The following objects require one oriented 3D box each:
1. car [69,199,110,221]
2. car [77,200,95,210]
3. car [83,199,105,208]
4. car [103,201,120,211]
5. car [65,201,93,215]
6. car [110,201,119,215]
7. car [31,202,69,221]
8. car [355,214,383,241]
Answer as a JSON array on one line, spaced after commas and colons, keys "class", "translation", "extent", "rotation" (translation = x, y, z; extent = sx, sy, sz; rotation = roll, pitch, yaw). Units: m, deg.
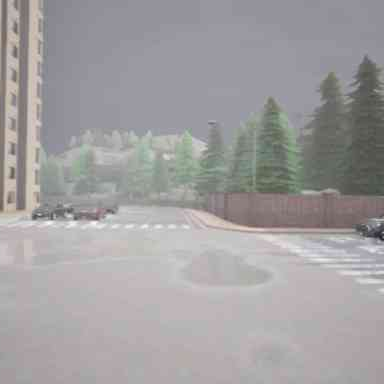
[{"class": "car", "translation": [-9.132, 1.586, 29.987], "extent": [2.097, 1.767, 4.553], "rotation": [1, -1, -4]}, {"class": "car", "translation": [-16.000, 1.925, 49.931], "extent": [2.033, 1.411, 5.357], "rotation": [1, -1, -24]}, {"class": "car", "translation": [-17.147, 1.964, 58.119], "extent": [1.837, 1.490, 4.892], "rotation": [1, -1, -41]}, {"class": "car", "translation": [-11.952, 2.023, 49.159], "extent": [1.895, 1.301, 4.718], "rotation": [1, -1, -21]}, {"class": "car", "translation": [-13.392, 1.840, 39.765], "extent": [2.033, 1.411, 5.357], "rotation": [1, -1, -6]}, {"class": "car", "translation": [-9.878, 1.883, 39.430], "extent": [2.033, 1.411, 5.357], "rotation": [1, -1, -6]}, {"class": "car", "translation": [-12.628, 1.690, 29.704], "extent": [1.837, 1.490, 4.892], "rotation": [1, -1, -3]}, {"class": "car", "translation": [11.670, 1.786, 18.743], "extent": [4.553, 1.767, 2.097], "rotation": [1, -1, -4]}]
